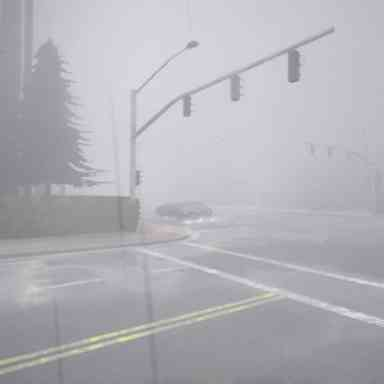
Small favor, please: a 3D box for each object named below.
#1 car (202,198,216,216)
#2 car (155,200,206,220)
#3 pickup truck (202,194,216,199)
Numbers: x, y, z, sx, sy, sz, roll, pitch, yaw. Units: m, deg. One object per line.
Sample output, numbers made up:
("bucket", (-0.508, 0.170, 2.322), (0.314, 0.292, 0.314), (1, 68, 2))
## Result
("car", (0.190, 1.678, 34.152), (1.837, 1.490, 4.892), (1, 0, -36))
("car", (-1.410, 1.691, 30.403), (2.033, 1.411, 5.357), (1, 0, -36))
("pickup truck", (3.424, 1.408, 64.052), (2.390, 2.098, 6.274), (0, 0, -6))
